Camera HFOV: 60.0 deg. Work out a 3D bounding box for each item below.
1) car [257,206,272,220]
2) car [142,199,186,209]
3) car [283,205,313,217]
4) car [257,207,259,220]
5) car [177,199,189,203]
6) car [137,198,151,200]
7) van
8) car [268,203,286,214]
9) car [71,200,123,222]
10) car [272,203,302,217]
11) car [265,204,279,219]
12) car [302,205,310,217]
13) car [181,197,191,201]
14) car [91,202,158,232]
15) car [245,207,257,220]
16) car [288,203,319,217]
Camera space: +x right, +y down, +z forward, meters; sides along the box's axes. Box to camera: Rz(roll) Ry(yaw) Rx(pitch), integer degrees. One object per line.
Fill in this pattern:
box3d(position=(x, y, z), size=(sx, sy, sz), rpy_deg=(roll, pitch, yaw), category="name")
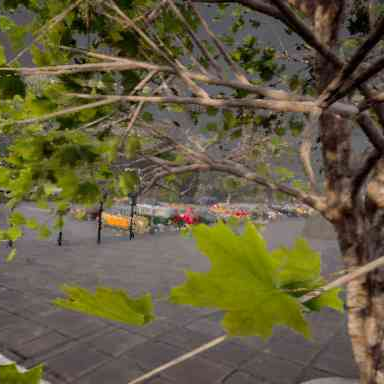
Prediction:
box3d(position=(8.455, 3.068, 47.624), size=(4.892, 1.521, 2.231), rpy_deg=(7, 3, 16), category="car")
box3d(position=(-2.105, 2.295, 33.019), size=(5.566, 2.045, 2.435), rpy_deg=(7, 3, 16), category="car")
box3d(position=(20.520, 3.712, 64.727), size=(5.366, 1.575, 1.946), rpy_deg=(7, 2, 16), category="car")
box3d(position=(6.726, 3.011, 45.193), size=(4.792, 1.488, 2.163), rpy_deg=(7, 2, 16), category="car")
box3d(position=(-0.276, 2.388, 35.442), size=(5.566, 2.045, 2.435), rpy_deg=(7, 2, 16), category="car")
box3d(position=(-6.628, 1.634, 50.352), size=(1.994, 1.385, 4.181), rpy_deg=(7, 2, 36), category="car")
box3d(position=(-3.970, 2.223, 30.621), size=(4.442, 1.987, 1.878), rpy_deg=(7, 3, 16), category="van")
box3d(position=(11.935, 3.117, 52.508), size=(4.553, 1.767, 2.185), rpy_deg=(7, 2, 16), category="car")
box3d(position=(-9.141, 1.796, 32.004), size=(2.097, 1.767, 4.553), rpy_deg=(7, 2, 37), category="car")
box3d(position=(15.508, 3.188, 57.364), size=(5.566, 2.045, 2.435), rpy_deg=(7, 2, 16), category="car")
box3d(position=(10.244, 3.034, 50.048), size=(4.553, 1.767, 2.185), rpy_deg=(7, 3, 16), category="car")
box3d(position=(19.129, 3.652, 62.198), size=(5.366, 1.575, 1.946), rpy_deg=(7, 2, 16), category="car")
box3d(position=(-1.121, 1.751, 63.082), size=(1.994, 1.385, 4.181), rpy_deg=(7, 2, 36), category="car")
box3d(position=(-5.695, 2.242, 28.192), size=(4.553, 1.767, 2.185), rpy_deg=(7, 2, 16), category="car")
box3d(position=(5.001, 2.646, 42.745), size=(5.566, 2.045, 2.435), rpy_deg=(7, 2, 16), category="car")
box3d(position=(22.447, 3.590, 67.109), size=(5.566, 2.045, 2.435), rpy_deg=(7, 2, 16), category="car")
